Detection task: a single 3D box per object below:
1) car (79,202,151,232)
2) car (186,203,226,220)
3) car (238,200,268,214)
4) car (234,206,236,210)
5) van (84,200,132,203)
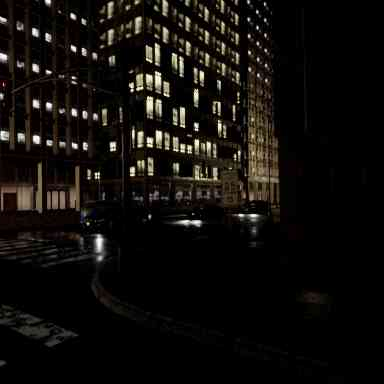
[{"bbox_3d":[-4.597,1.571,20.925,1.837,1.490,4.892,-1,-1,33],"label":"car"},{"bbox_3d":[1.261,1.649,29.031,1.994,1.385,4.181,-1,-1,36],"label":"car"},{"bbox_3d":[7.155,1.631,37.221,1.812,1.442,4.674,-1,-1,36],"label":"car"},{"bbox_3d":[6.914,1.689,41.355,1.752,1.417,4.829,-2,-1,36],"label":"car"},{"bbox_3d":[-5.941,1.460,23.460,1.690,1.788,3.998,-2,-1,36],"label":"van"}]
